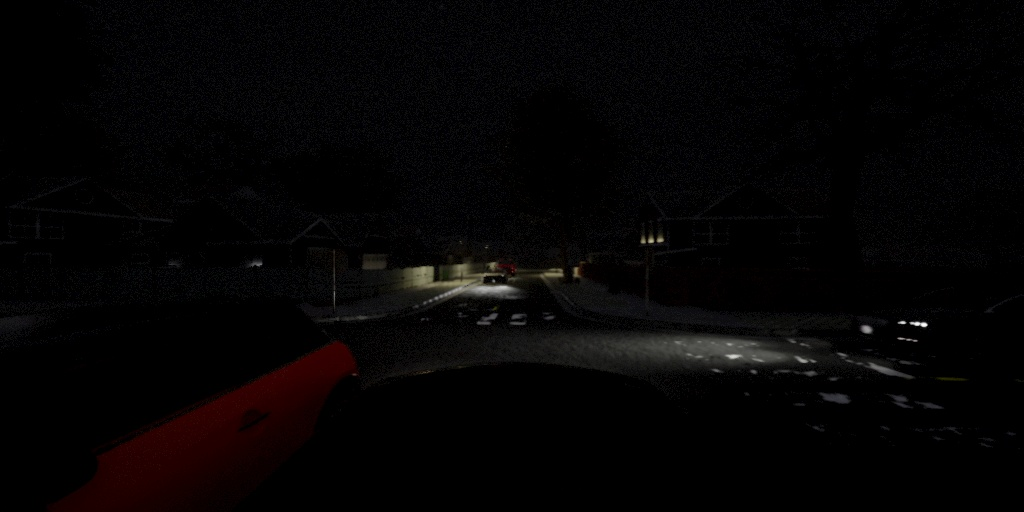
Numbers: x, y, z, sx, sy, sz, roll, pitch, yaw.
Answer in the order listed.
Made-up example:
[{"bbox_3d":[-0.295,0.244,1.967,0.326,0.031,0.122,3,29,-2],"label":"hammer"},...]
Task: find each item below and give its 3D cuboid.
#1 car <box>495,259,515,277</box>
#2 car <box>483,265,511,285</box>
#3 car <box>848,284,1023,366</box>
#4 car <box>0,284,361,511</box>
[{"bbox_3d":[-0.766,1.424,43.318,2.150,2.045,5.566,0,0,3],"label":"car"},{"bbox_3d":[-1.338,1.701,30.520,1.895,1.301,4.718,0,-1,3],"label":"car"},{"bbox_3d":[10.127,1.354,7.531,4.902,1.511,2.128,1,0,6],"label":"car"},{"bbox_3d":[-2.650,1.120,1.779,2.097,1.767,4.553,0,-1,3],"label":"car"}]
